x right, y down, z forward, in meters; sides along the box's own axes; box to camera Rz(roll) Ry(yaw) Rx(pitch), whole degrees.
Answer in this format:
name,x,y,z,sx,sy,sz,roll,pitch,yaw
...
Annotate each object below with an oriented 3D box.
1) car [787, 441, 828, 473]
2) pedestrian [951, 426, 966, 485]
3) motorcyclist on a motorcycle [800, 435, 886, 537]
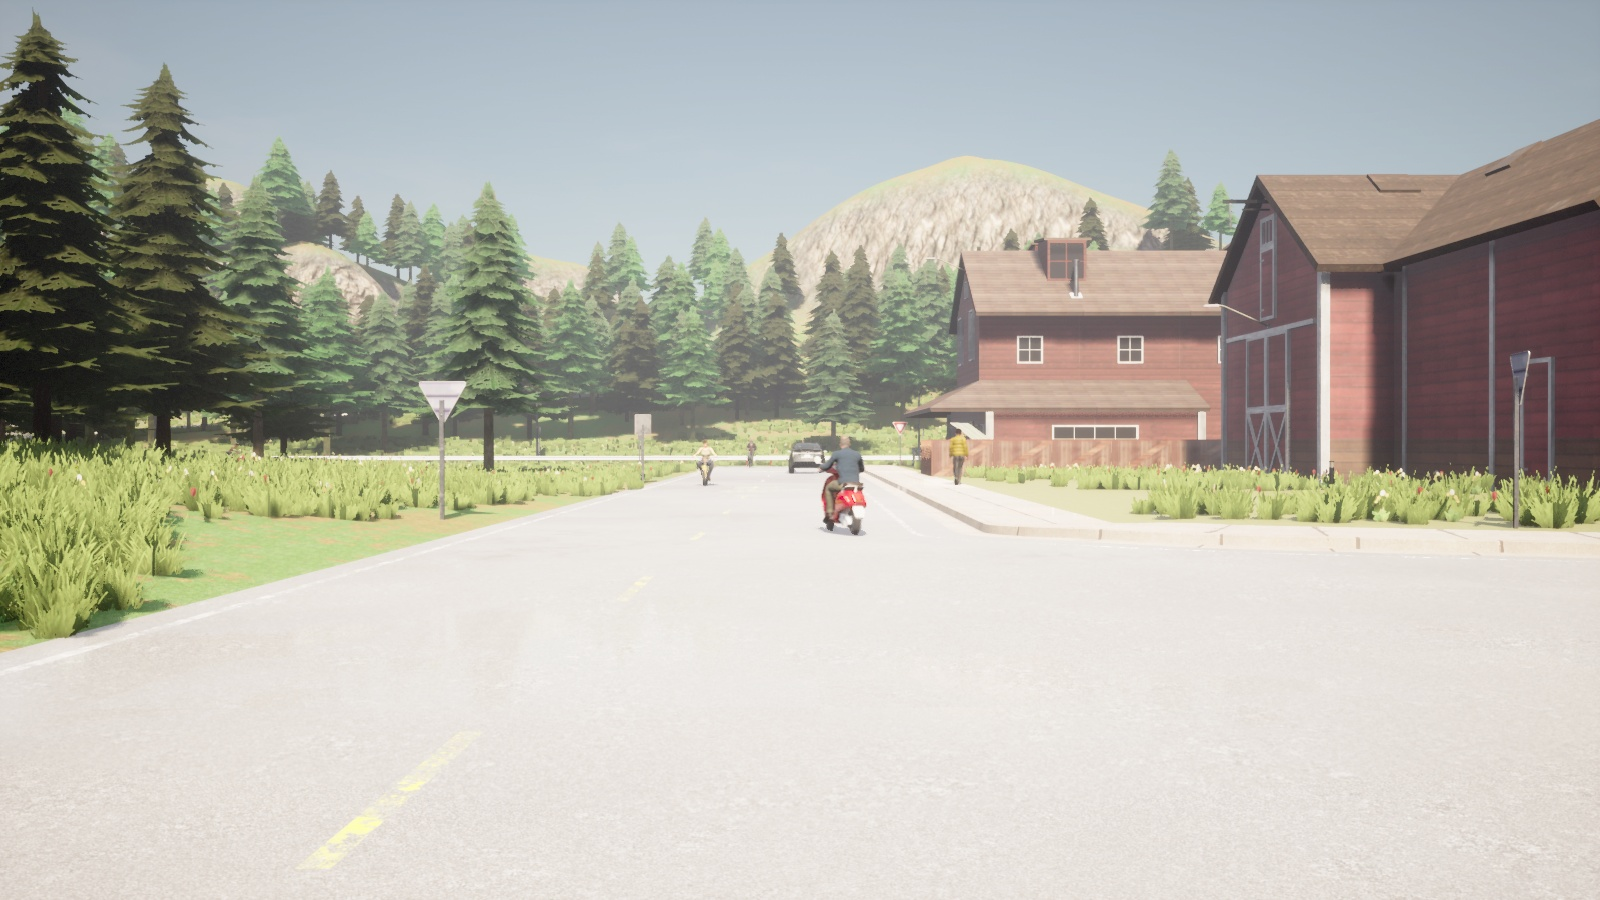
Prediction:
name,x,y,z,sx,sy,sz,roll,pitch,yaw
car,0.365,0.337,63.092,2.007,1.525,4.514,0,0,0
pedestrian,5.007,0.182,39.688,0.431,1.840,0.709,0,0,11
motorcyclist on a motorcycle,0.678,0.576,20.620,0.866,1.590,1.817,2,-1,-15
